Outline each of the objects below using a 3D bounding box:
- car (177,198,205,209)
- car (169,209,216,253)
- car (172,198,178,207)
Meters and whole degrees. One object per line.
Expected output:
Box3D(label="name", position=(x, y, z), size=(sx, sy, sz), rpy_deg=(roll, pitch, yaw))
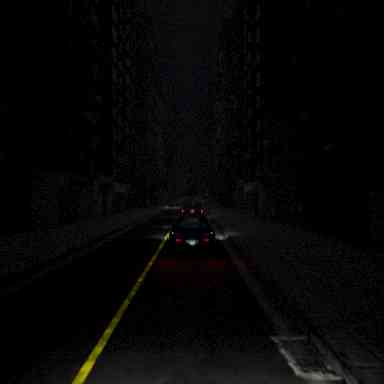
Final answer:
Box3D(label="car", position=(0.026, 1.637, 29.062), size=(2.097, 1.767, 4.553), rpy_deg=(0, -1, 0))
Box3D(label="car", position=(0.017, 1.668, 14.380), size=(1.812, 1.442, 4.674), rpy_deg=(0, 0, 0))
Box3D(label="car", position=(-2.726, 1.994, 65.203), size=(2.097, 1.767, 4.553), rpy_deg=(0, -1, 1))
